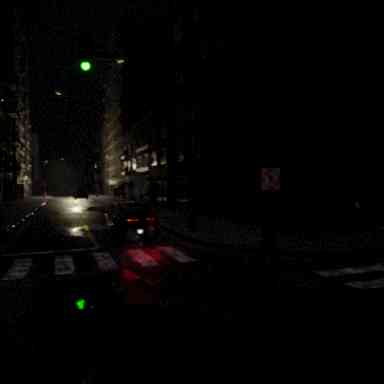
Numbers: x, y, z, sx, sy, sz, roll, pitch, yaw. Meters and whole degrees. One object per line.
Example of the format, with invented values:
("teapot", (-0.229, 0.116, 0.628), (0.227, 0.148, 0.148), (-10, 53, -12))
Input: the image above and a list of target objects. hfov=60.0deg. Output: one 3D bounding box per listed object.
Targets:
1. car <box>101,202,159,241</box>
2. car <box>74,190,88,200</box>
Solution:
("car", (-2.861, 1.208, 14.985), (1.837, 1.490, 4.892), (-1, 1, -21))
("car", (-18.514, 0.384, 55.455), (2.097, 1.767, 4.553), (-1, 1, -21))
